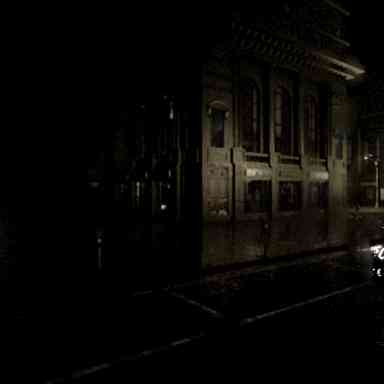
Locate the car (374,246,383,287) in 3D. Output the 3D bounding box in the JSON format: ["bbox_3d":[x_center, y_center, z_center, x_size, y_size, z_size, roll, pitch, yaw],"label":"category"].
[{"bbox_3d":[6.307,1.350,7.895,4.553,1.767,2.097,0,0,-36],"label":"car"}]
